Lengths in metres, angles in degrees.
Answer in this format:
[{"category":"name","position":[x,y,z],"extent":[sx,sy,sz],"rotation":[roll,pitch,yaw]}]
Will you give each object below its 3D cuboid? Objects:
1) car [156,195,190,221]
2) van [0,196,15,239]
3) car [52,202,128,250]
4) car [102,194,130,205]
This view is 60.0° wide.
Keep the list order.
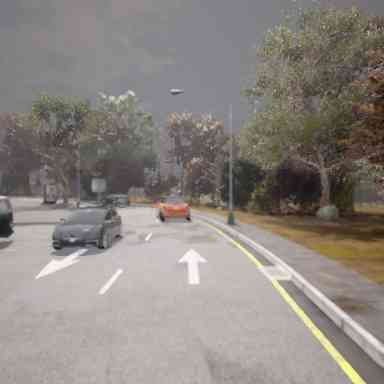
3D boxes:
[{"category":"car","position":[-1.493,1.082,24.653],"extent":[2.097,1.767,4.553],"rotation":[0,1,-11]},{"category":"van","position":[-9.455,1.143,12.882],"extent":[4.442,1.987,1.878],"rotation":[-1,1,-21]},{"category":"car","position":[-4.109,1.377,13.758],"extent":[1.837,1.490,4.892],"rotation":[0,1,-1]},{"category":"car","position":[-9.463,0.989,41.152],"extent":[2.128,1.511,4.902],"rotation":[0,1,-41]}]
